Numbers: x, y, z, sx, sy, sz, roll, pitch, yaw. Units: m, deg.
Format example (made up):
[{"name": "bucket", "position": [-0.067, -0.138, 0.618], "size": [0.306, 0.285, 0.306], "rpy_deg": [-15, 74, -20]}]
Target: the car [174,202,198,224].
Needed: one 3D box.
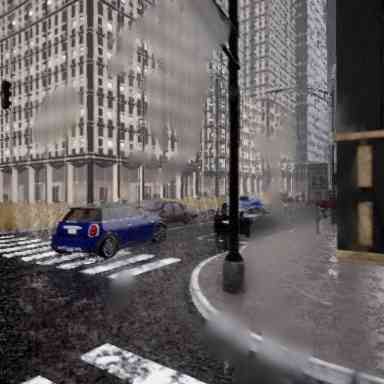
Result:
[{"name": "car", "position": [-1.759, 1.260, 19.584], "size": [2.033, 1.411, 5.357], "rpy_deg": [0, 1, 35]}]

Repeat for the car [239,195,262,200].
[{"name": "car", "position": [4.351, 1.009, 28.234], "size": [1.882, 1.535, 5.008], "rpy_deg": [0, 1, 35]}]

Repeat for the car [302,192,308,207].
[{"name": "car", "position": [13.854, 0.881, 36.151], "size": [1.994, 1.385, 4.181], "rpy_deg": [0, 1, 35]}]

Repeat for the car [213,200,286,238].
[{"name": "car", "position": [2.622, 1.269, 15.728], "size": [1.947, 1.339, 4.313], "rpy_deg": [1, 2, 35]}]

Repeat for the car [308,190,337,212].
[{"name": "car", "position": [12.393, 0.729, 29.564], "size": [2.192, 1.841, 5.009], "rpy_deg": [1, 1, 35]}]

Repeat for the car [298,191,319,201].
[{"name": "car", "position": [18.541, 0.607, 52.807], "size": [1.887, 1.381, 4.507], "rpy_deg": [1, 2, 35]}]

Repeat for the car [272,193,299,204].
[{"name": "car", "position": [12.026, 0.818, 43.579], "size": [1.947, 1.339, 4.313], "rpy_deg": [1, 2, 35]}]

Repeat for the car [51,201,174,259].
[{"name": "car", "position": [-2.796, 1.177, 12.230], "size": [2.097, 1.767, 4.553], "rpy_deg": [0, 2, 25]}]

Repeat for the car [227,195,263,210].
[{"name": "car", "position": [5.512, 1.010, 34.351], "size": [1.947, 1.339, 4.313], "rpy_deg": [1, 2, 35]}]

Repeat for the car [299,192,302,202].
[{"name": "car", "position": [14.837, 0.716, 43.005], "size": [2.128, 1.511, 4.902], "rpy_deg": [0, 1, 36]}]
